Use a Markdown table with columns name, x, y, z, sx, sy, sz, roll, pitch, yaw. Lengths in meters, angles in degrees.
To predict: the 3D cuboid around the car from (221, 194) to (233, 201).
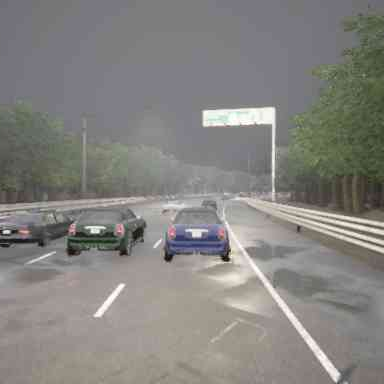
| name | x | y | z | sx | sy | sz | roll | pitch | yaw |
| --- | --- | --- | --- | --- | --- | --- | --- | --- | --- |
| car | 8.486 | 1.421 | 84.177 | 2.128 | 1.511 | 4.902 | 0 | 0 | 12 |

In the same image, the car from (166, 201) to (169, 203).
| name | x | y | z | sx | sy | sz | roll | pitch | yaw |
| --- | --- | --- | --- | --- | --- | --- | --- | --- | --- |
| car | -1.875 | 1.560 | 35.696 | 1.895 | 1.301 | 4.718 | 0 | 0 | 5 |

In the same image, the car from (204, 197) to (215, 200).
| name | x | y | z | sx | sy | sz | roll | pitch | yaw |
| --- | --- | --- | --- | --- | --- | --- | --- | --- | --- |
| car | 2.246 | 1.466 | 42.497 | 1.837 | 1.490 | 4.892 | 0 | 0 | 6 |

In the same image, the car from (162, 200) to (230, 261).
| name | x | y | z | sx | sy | sz | roll | pitch | yaw |
| --- | --- | --- | --- | --- | --- | --- | --- | --- | --- |
| car | 0.217 | 1.342 | 12.441 | 2.097 | 1.767 | 4.553 | 0 | 0 | 2 |

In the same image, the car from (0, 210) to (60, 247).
| name | x | y | z | sx | sy | sz | roll | pitch | yaw |
| --- | --- | --- | --- | --- | --- | --- | --- | --- | --- |
| car | -6.704 | 1.518 | 14.790 | 2.033 | 1.411 | 5.357 | 0 | 0 | 3 |

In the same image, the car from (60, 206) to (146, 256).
| name | x | y | z | sx | sy | sz | roll | pitch | yaw |
| --- | --- | --- | --- | --- | --- | --- | --- | --- | --- |
| car | -3.146 | 1.333 | 13.178 | 2.097 | 1.767 | 4.553 | 0 | 0 | 2 |

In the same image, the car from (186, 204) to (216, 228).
| name | x | y | z | sx | sy | sz | roll | pitch | yaw |
| --- | --- | --- | --- | --- | --- | --- | --- | --- | --- |
| car | 0.698 | 1.582 | 23.282 | 1.895 | 1.301 | 4.718 | 0 | 0 | 3 |
